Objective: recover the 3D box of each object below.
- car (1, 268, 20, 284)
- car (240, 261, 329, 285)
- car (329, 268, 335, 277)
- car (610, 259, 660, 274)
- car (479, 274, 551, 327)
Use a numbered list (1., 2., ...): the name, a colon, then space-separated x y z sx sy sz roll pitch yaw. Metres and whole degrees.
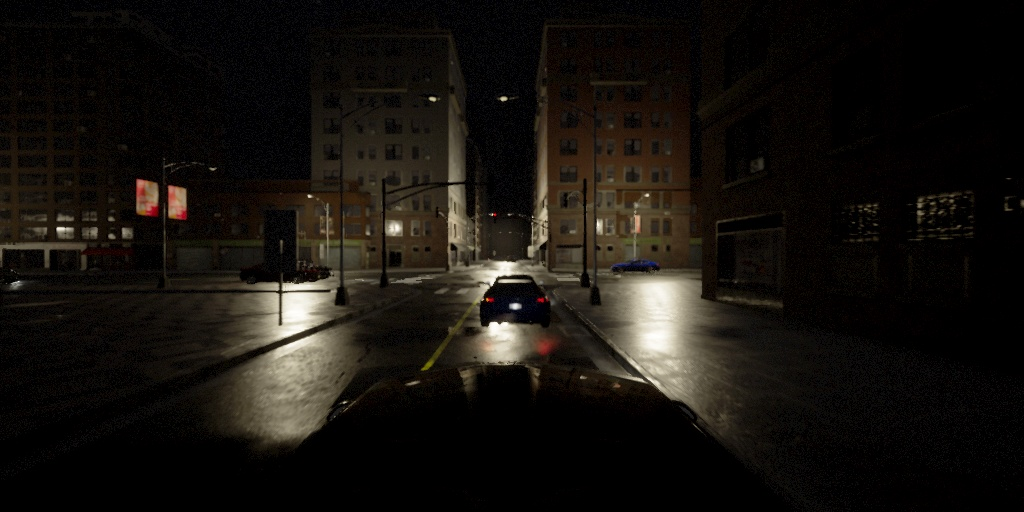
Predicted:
1. car: -36.899 1.093 24.386 4.553 1.767 2.097 0 0 0
2. car: -15.692 1.140 24.500 5.008 1.535 1.882 0 0 0
3. car: -16.381 1.136 27.747 4.902 1.511 2.128 0 0 0
4. car: 11.820 1.009 34.618 4.674 1.442 1.812 -1 0 0
5. car: 0.087 1.254 11.239 1.994 1.385 4.181 0 0 0
